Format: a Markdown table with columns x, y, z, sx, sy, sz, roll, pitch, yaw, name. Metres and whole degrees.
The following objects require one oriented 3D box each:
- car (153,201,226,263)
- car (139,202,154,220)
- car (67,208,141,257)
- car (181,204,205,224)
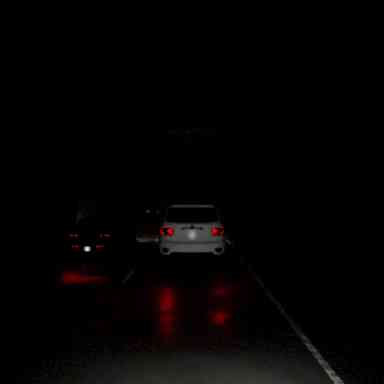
| x | y | z | sx | sy | sz | roll | pitch | yaw | name |
| --- | --- | --- | --- | --- | --- | --- | --- | --- | --- |
| 0.011 | 1.348 | 12.568 | 2.150 | 2.045 | 5.566 | 0 | 0 | 0 | car |
| -3.368 | 1.628 | 28.426 | 2.097 | 1.767 | 4.553 | 0 | -1 | 3 | car |
| -3.481 | 1.640 | 13.516 | 1.837 | 1.490 | 4.892 | 0 | 0 | 0 | car |
| 0.154 | 1.807 | 28.904 | 1.812 | 1.442 | 4.674 | 0 | 0 | 3 | car |
